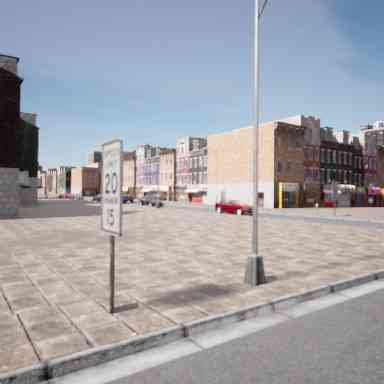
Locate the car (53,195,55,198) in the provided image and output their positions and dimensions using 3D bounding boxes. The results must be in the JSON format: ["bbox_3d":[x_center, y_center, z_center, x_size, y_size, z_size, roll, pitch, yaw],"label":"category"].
[{"bbox_3d":[-33.977,0.877,84.638,1.752,1.417,4.829,1,0,-35],"label":"car"}]

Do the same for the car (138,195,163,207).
[{"bbox_3d":[-5.516,1.263,44.415,1.947,1.339,4.313,1,0,-35],"label":"car"}]

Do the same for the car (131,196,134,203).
[{"bbox_3d":[-11.824,1.110,57.886,1.837,1.490,4.892,1,0,-35],"label":"car"}]

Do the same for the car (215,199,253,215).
[{"bbox_3d":[4.003,1.400,30.961,1.887,1.381,4.507,2,0,-35],"label":"car"}]

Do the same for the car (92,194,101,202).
[{"bbox_3d":[-16.065,1.073,58.645,1.812,1.442,4.674,1,0,-35],"label":"car"}]

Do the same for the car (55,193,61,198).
[{"bbox_3d":[-30.902,0.926,80.292,1.887,1.381,4.507,1,0,-35],"label":"car"}]

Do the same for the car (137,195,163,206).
[{"bbox_3d":[-6.416,1.186,50.331,1.837,1.490,4.892,1,0,-35],"label":"car"}]

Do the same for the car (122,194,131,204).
[{"bbox_3d":[-12.014,1.079,52.935,1.882,1.535,5.008,1,0,-35],"label":"car"}]

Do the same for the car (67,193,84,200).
[{"bbox_3d":[-24.555,0.998,71.323,2.008,1.369,4.403,1,0,-35],"label":"car"}]

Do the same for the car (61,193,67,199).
[{"bbox_3d":[-27.728,0.958,75.807,1.887,1.381,4.507,1,0,-35],"label":"car"}]
